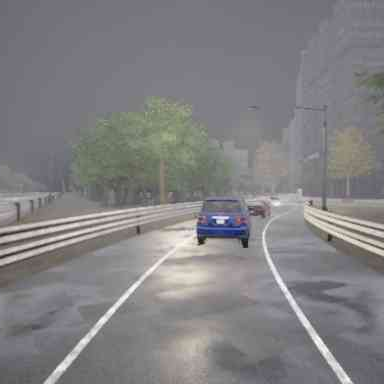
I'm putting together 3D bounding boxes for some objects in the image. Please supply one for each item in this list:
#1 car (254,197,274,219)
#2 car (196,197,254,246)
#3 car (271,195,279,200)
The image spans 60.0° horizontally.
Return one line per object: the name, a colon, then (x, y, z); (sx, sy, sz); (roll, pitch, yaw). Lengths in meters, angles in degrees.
car: (5.917, 1.511, 30.110); (1.882, 1.535, 5.008); (0, 0, 21)
car: (1.626, 1.247, 15.518); (2.150, 2.045, 5.566); (0, 0, 11)
car: (22.137, 1.568, 89.403); (1.895, 1.301, 4.718); (0, 0, 4)
